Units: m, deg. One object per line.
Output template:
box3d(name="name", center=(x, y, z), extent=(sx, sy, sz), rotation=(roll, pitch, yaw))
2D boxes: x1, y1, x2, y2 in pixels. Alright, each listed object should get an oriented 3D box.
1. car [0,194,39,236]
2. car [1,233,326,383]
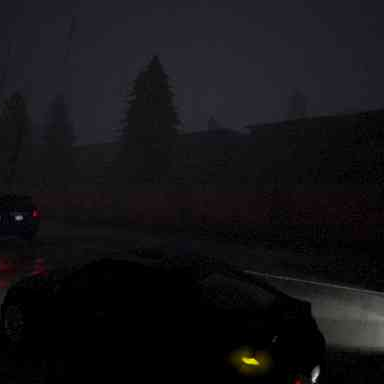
box3d(name="car", center=(-9.036, 1.100, 14.736), extent=(5.566, 2.045, 2.150), rotation=(1, 0, 35))
box3d(name="car", center=(-0.699, 1.502, 4.491), extent=(4.674, 1.442, 1.812), rotation=(1, 0, 35))
